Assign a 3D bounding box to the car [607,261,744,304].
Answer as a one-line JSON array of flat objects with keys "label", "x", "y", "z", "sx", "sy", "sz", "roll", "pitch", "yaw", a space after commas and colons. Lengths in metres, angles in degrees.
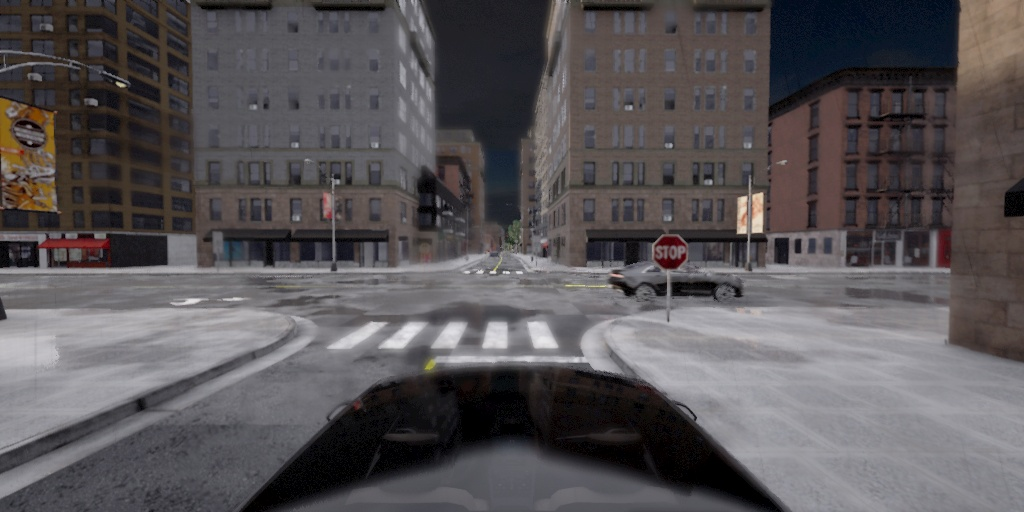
[{"label": "car", "x": 6.146, "y": 0.933, "z": 13.691, "sx": 4.902, "sy": 1.511, "sz": 2.128, "roll": 0, "pitch": 2, "yaw": -1}]
